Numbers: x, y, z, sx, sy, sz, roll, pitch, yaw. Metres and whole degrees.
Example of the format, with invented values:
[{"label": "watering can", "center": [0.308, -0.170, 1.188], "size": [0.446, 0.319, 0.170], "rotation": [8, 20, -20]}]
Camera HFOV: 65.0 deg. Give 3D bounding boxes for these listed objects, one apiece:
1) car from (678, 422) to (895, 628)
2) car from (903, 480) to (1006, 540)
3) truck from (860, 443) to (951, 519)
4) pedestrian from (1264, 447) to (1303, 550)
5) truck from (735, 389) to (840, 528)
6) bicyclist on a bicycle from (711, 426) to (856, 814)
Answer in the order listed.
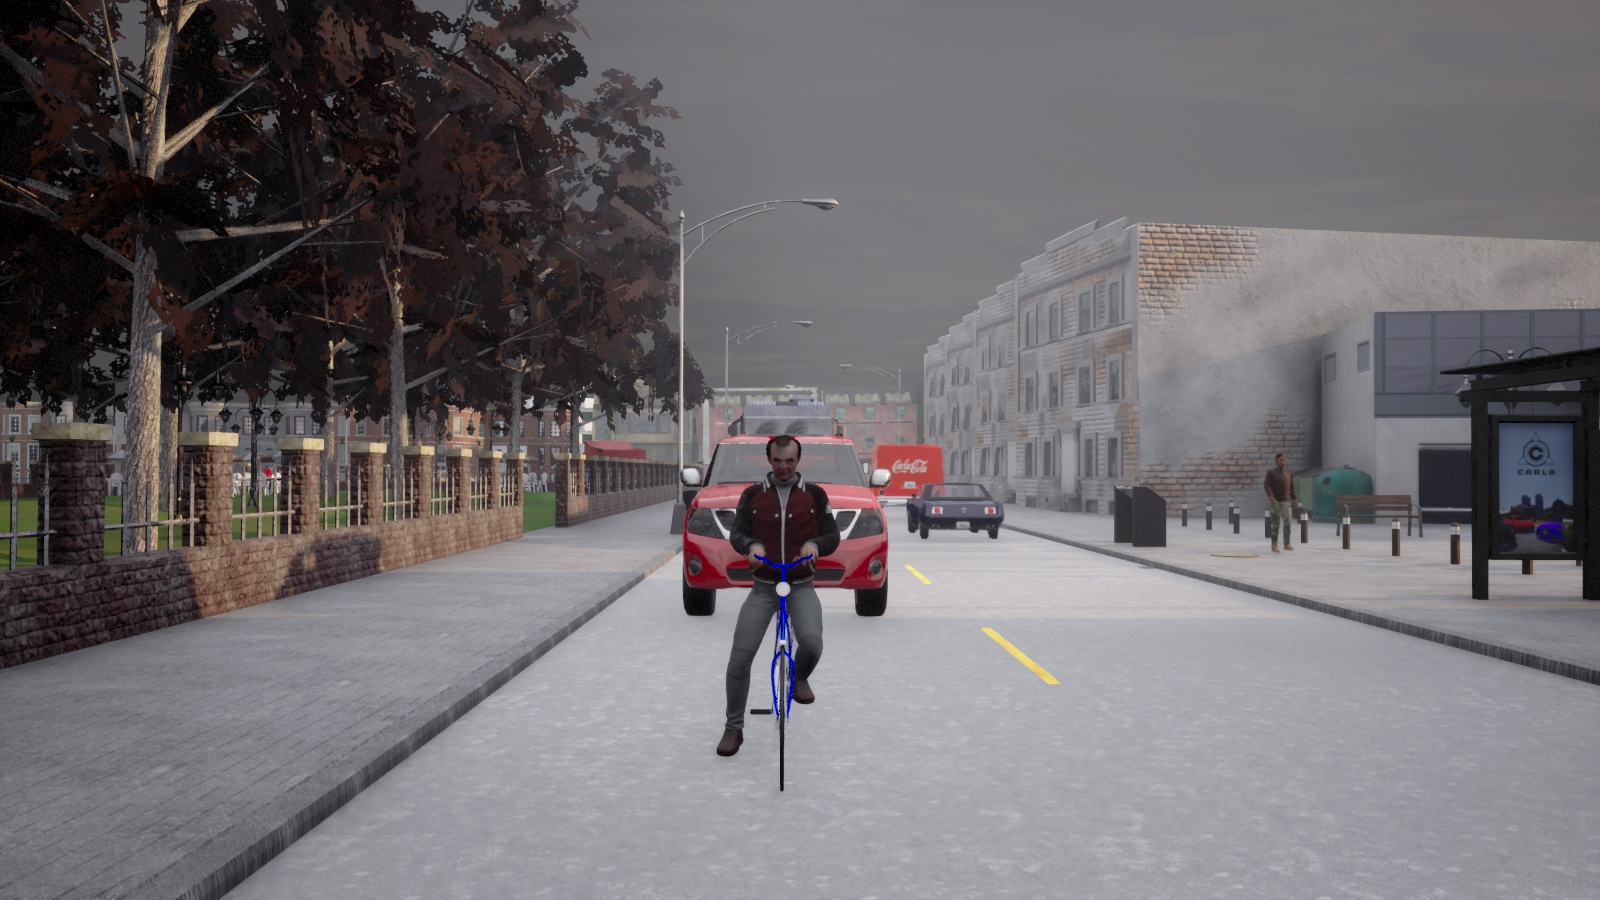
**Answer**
[{"label": "car", "center": [-0.171, 0.791, 15.308], "size": [2.150, 2.045, 5.566], "rotation": [0, -1, -1]}, {"label": "car", "center": [3.682, 1.414, 30.684], "size": [1.895, 1.301, 4.718], "rotation": [0, -1, -1]}, {"label": "truck", "center": [3.550, 1.041, 43.394], "size": [2.627, 2.467, 5.204], "rotation": [0, -1, -1]}, {"label": "pedestrian", "center": [8.729, 0.869, 22.690], "size": [0.431, 1.840, 0.703], "rotation": [0, -1, 2]}, {"label": "truck", "center": [-0.405, 0.304, 38.988], "size": [2.891, 3.827, 8.468], "rotation": [0, -1, -1]}, {"label": "bicyclist on a bicycle", "center": [-0.083, 0.798, 6.689], "size": [0.659, 1.776, 1.843], "rotation": [0, -1, -1]}]
